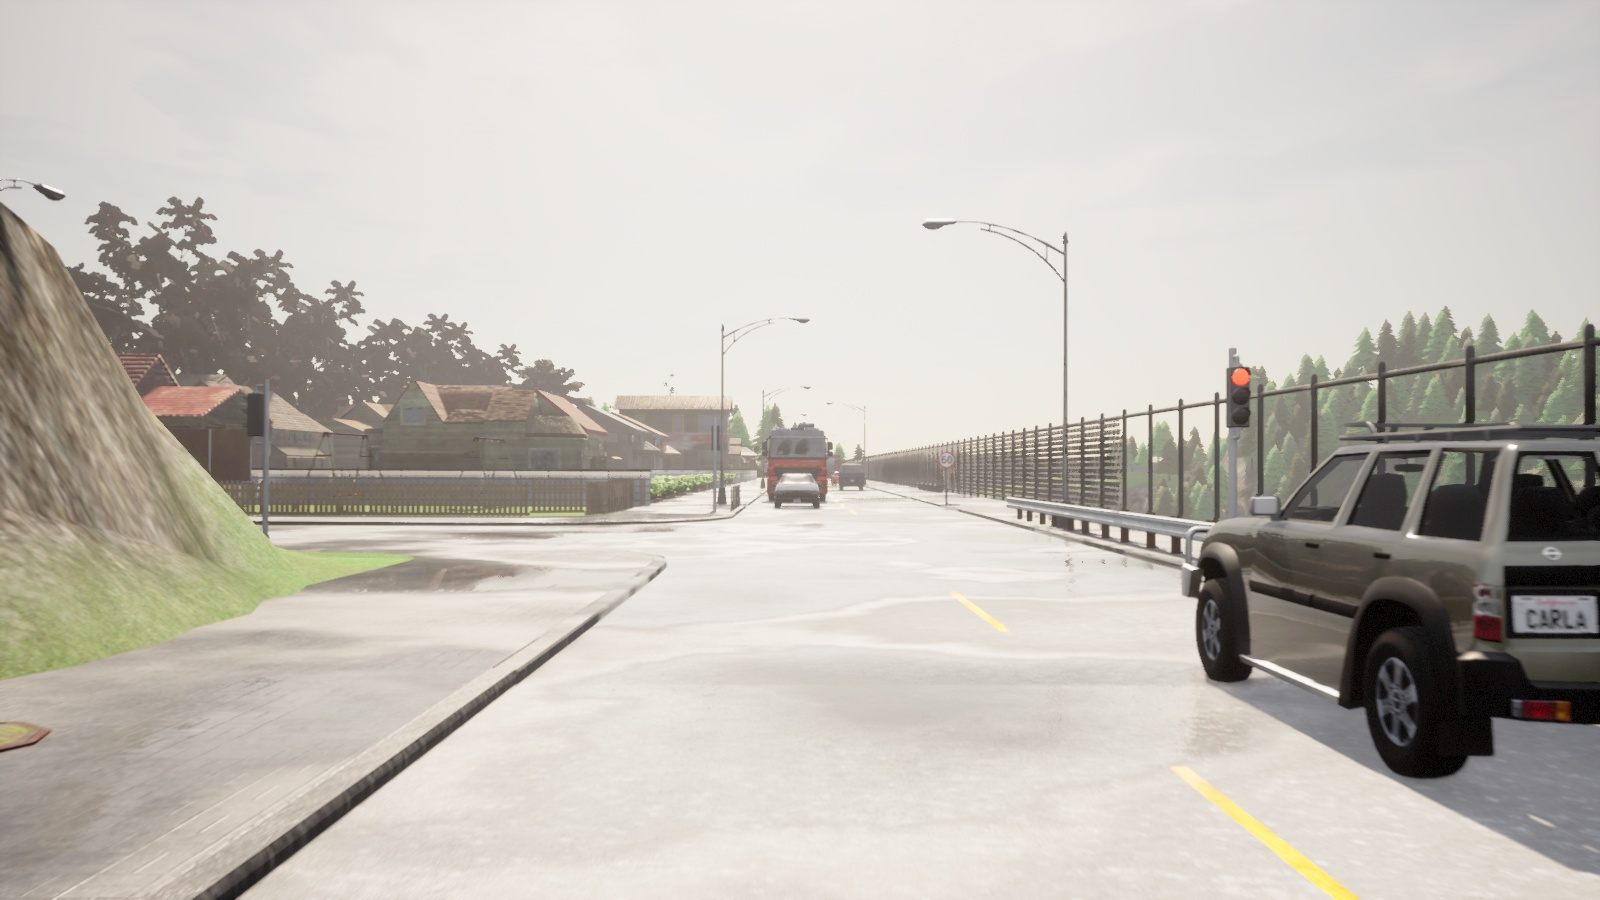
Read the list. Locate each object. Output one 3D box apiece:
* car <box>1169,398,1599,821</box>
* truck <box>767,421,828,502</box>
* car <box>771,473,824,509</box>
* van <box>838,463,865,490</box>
[{"bbox_3d":[3.950,0.732,7.822,1.932,1.855,4.605,0,-1,0],"label":"car"},{"bbox_3d":[-0.137,0.612,63.523,2.891,3.827,8.468,0,-1,0],"label":"truck"},{"bbox_3d":[-0.107,1.646,51.795,2.033,1.411,5.357,0,-1,0],"label":"car"},{"bbox_3d":[3.799,1.965,93.268,1.775,1.987,4.442,0,-1,0],"label":"van"}]
